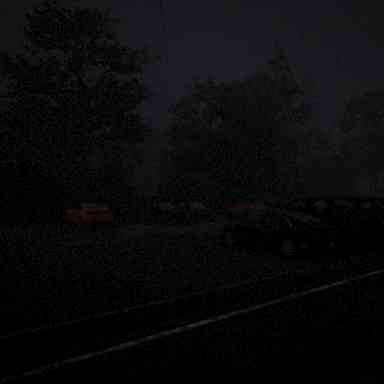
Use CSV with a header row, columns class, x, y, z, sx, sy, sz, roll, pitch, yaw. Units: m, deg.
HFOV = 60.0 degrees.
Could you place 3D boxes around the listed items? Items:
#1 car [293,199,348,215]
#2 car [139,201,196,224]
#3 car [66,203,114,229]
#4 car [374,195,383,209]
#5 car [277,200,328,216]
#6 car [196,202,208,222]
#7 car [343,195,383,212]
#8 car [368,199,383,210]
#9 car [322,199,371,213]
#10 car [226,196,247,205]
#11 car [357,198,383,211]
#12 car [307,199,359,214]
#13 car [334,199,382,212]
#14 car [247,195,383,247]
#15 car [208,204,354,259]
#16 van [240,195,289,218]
class,x,y,z,sx,sy,sz,roll,pitch,yaw
car,13.775,1.547,36.081,1.946,1.575,5.366,0,0,-36
car,-2.210,1.449,24.923,2.097,1.535,5.008,0,0,-35
car,-6.741,1.446,21.686,2.097,1.535,5.008,0,0,-35
car,29.548,1.445,47.541,2.435,2.045,5.566,1,0,-36
car,11.401,1.572,34.612,2.002,1.452,4.674,0,0,-36
car,0.063,1.497,26.536,2.002,1.452,4.674,0,0,-35
car,22.749,1.374,42.685,2.435,2.045,5.566,0,0,-36
car,27.165,1.709,45.871,2.002,1.452,4.674,1,0,-36
car,18.217,1.616,39.446,2.163,1.488,4.792,0,0,-36
car,4.618,1.355,29.739,2.185,1.767,4.553,0,0,-35
car,25.002,1.648,44.322,2.097,1.535,5.008,1,0,-36
car,15.937,1.568,37.847,2.097,1.535,5.008,0,0,-36
car,20.450,1.635,41.112,2.163,1.488,4.792,0,0,-36
car,5.356,1.198,14.281,2.435,2.045,5.566,0,0,-35
car,3.093,1.447,12.629,2.231,1.521,4.892,0,0,-35
van,6.798,1.269,31.473,1.878,1.987,4.442,0,0,-35
